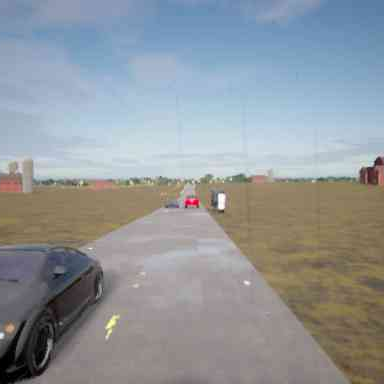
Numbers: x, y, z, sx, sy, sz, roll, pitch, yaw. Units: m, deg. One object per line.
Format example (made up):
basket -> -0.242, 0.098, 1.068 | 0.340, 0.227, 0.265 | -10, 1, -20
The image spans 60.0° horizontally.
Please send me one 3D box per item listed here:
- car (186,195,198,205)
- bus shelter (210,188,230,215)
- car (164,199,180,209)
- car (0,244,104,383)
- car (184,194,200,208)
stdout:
car -> 0.014, 1.516, 64.068 | 2.097, 1.767, 4.553 | 0, 0, 0
bus shelter -> 3.187, 1.007, 38.546 | 1.920, 2.740, 3.880 | 2, 2, 0
car -> -2.816, 1.717, 47.501 | 1.994, 1.385, 4.181 | 0, 0, 0
car -> -2.848, 1.583, 5.406 | 1.994, 1.385, 4.181 | 0, 0, 0
car -> 0.023, 1.379, 50.176 | 2.150, 2.045, 5.566 | 0, 0, 1
